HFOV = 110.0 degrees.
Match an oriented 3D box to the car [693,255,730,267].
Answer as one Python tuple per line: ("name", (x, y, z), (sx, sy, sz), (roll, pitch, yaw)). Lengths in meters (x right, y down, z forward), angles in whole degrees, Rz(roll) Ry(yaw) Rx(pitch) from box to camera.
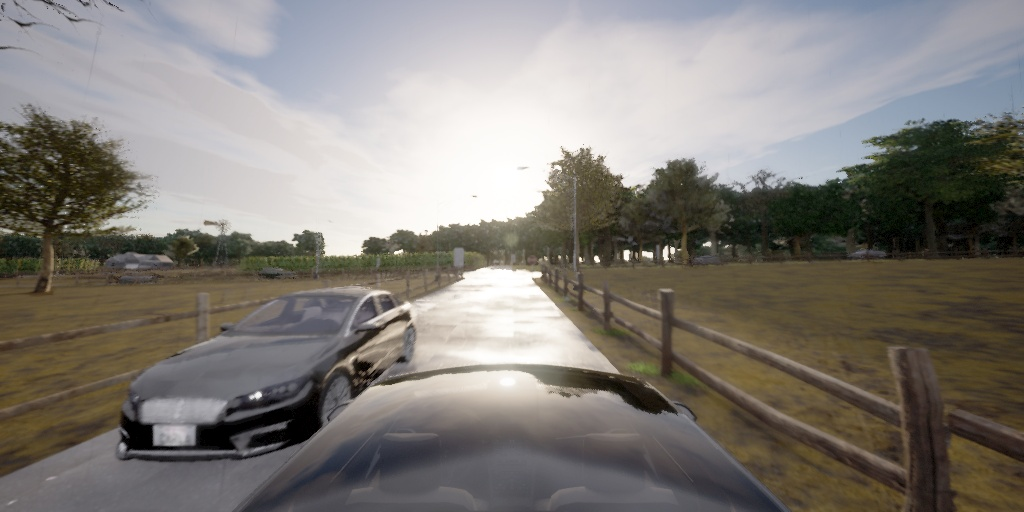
("car", (27.365, 0.684, 49.401), (4.902, 1.511, 2.128), (-2, -3, 0))

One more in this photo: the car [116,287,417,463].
("car", (-2.848, 1.276, 5.483), (2.128, 1.511, 4.902), (0, -1, 0))

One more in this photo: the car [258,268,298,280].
("car", (-32.122, 2.416, 49.355), (4.553, 1.767, 2.097), (-2, -3, 0))
